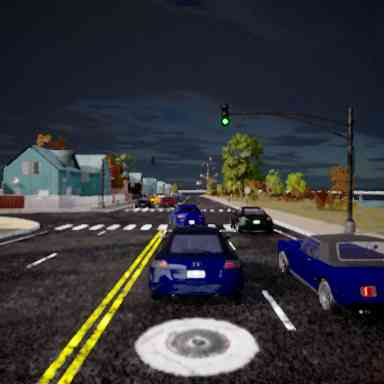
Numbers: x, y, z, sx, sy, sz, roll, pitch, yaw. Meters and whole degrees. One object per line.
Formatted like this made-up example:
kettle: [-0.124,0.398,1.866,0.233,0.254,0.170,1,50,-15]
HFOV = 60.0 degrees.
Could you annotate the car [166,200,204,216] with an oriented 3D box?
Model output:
car: [-0.371,1.479,20.701,1.812,1.442,4.674,0,0,-9]

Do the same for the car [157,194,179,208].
car: [-3.333,1.392,47.120,1.882,1.535,5.008,0,0,1]

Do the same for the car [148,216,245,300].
car: [0.098,1.544,8.392,1.994,1.385,4.181,0,0,1]

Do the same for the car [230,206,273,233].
car: [3.352,1.520,19.265,1.994,1.385,4.181,0,0,0]

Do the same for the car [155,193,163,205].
car: [-6.570,1.383,56.241,1.882,1.535,5.008,0,0,0]

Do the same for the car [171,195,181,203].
car: [-3.247,1.375,67.404,1.882,1.535,5.008,0,0,0]

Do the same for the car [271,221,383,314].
car: [3.353,1.583,7.476,1.895,1.301,4.718,0,0,0]

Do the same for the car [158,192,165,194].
car: [-6.496,1.119,66.874,2.150,2.045,5.566,0,0,0]

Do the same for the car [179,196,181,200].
car: [-3.319,1.396,57.039,2.128,1.511,4.902,0,0,0]

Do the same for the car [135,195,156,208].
car: [-6.588,1.480,46.004,1.994,1.385,4.181,0,0,0]
